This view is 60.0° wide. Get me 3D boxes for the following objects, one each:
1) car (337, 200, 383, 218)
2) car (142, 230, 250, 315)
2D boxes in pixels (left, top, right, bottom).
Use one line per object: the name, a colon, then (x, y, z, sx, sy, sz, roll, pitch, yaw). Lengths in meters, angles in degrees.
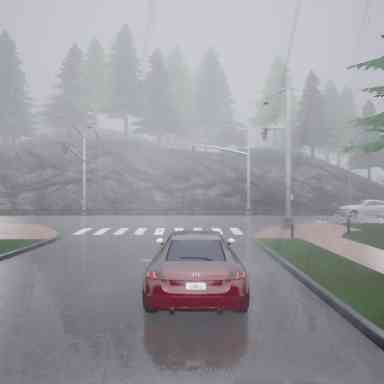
car: (14.374, 1.363, 27.170, 4.674, 1.442, 1.812, 0, 0, 0)
car: (0.084, 1.564, 7.648, 1.994, 1.385, 4.181, 0, 0, 0)
